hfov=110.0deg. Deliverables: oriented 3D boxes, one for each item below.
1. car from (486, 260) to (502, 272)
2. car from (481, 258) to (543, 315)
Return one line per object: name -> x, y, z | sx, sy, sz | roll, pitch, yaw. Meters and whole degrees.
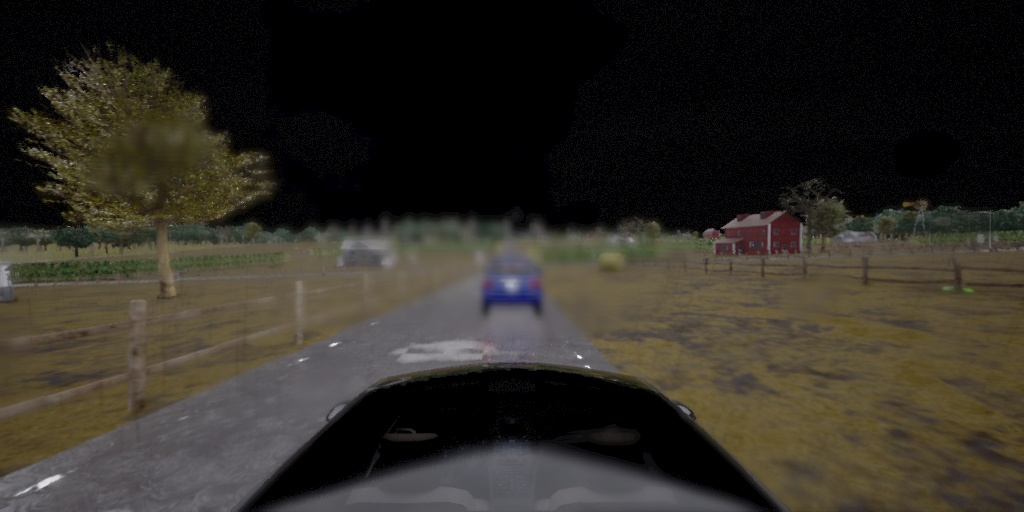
car -> -2.745, 1.514, 55.471 | 2.097, 1.767, 4.553 | 0, 0, 0
car -> 0.014, 1.087, 14.422 | 2.150, 2.045, 5.566 | 0, 0, 0
